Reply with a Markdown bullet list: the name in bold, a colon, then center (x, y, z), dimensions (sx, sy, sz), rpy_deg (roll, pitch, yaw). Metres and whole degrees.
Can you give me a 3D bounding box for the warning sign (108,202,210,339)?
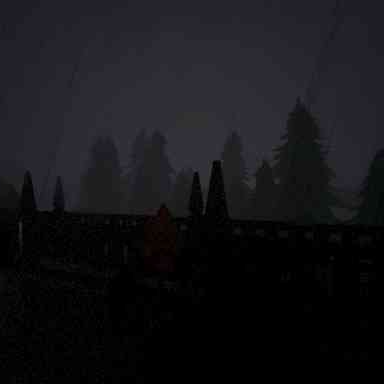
- **warning sign**: center (-0.506, 1.114, 5.451), dimensions (1.060, 1.860, 1.300), rpy_deg (0, 0, 34)
